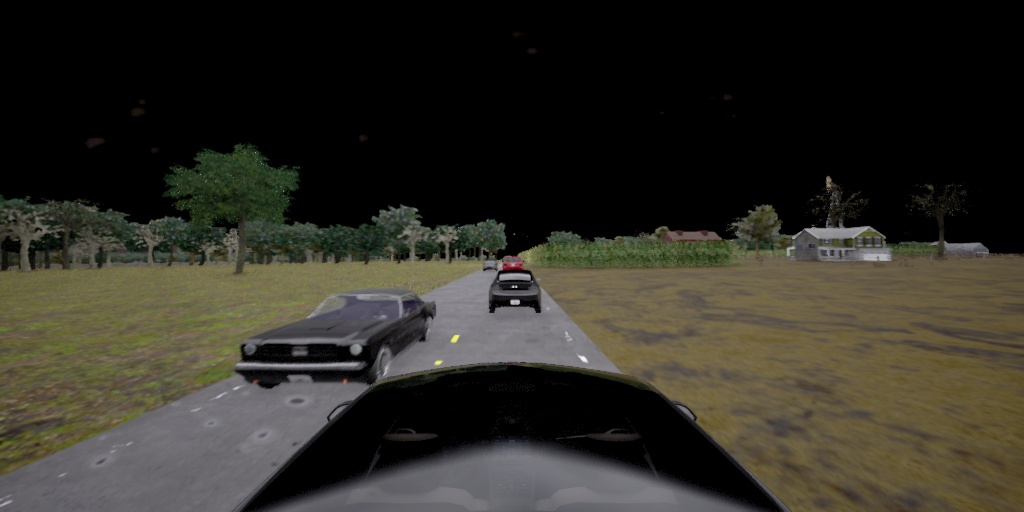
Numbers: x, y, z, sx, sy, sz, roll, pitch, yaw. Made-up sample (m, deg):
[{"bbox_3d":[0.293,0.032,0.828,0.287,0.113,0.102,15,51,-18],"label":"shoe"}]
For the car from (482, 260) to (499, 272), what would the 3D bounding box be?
[{"bbox_3d":[-2.829,1.323,47.519,1.837,1.490,4.892,0,0,0],"label":"car"}]

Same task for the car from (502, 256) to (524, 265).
[{"bbox_3d":[0.104,1.020,37.739,2.150,2.045,5.566,0,0,0],"label":"car"}]

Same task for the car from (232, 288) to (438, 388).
[{"bbox_3d":[-2.851,1.353,7.030,1.895,1.301,4.718,0,0,0],"label":"car"}]

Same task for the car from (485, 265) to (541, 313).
[{"bbox_3d":[0.102,1.264,14.142,1.837,1.490,4.892,0,0,0],"label":"car"}]
